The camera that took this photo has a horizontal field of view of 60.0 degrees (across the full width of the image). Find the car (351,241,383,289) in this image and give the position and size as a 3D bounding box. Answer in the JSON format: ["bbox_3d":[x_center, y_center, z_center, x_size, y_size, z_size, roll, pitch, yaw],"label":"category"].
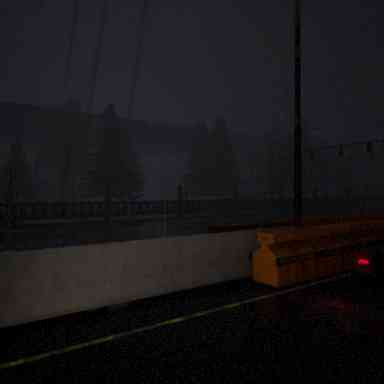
[{"bbox_3d":[6.017,1.547,8.035,5.357,1.411,2.033,0,0,-35],"label":"car"}]
